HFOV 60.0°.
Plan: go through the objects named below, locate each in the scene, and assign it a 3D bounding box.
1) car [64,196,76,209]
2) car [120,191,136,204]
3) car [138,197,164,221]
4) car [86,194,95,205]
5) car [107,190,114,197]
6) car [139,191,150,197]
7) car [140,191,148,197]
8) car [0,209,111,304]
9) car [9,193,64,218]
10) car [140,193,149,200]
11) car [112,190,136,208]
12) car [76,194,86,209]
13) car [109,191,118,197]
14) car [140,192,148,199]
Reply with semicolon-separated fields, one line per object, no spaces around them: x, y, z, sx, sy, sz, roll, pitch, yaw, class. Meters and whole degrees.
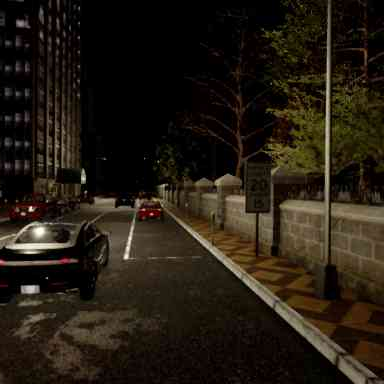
-11.628;1.193;28.448;2.008;1.369;4.403;0;1;-9;car
-9.351;0.812;48.601;2.097;1.767;4.553;0;1;-9;car
-2.999;1.307;24.186;1.887;1.381;4.507;0;1;-9;car
-14.125;0.982;44.668;1.752;1.417;4.829;0;1;-9;car
-20.036;0.318;83.073;2.192;1.841;5.009;0;1;-9;car
-8.884;0.637;62.422;2.192;1.841;5.009;0;1;-9;car
-12.249;0.502;84.275;1.967;1.590;4.097;0;1;-9;car
-3.105;1.408;8.025;2.128;1.511;4.902;0;1;-9;car
-10.785;1.019;22.984;2.192;1.841;5.009;0;1;-9;car
-9.727;0.840;67.888;1.802;1.307;4.206;0;1;-9;car
-7.803;0.925;38.908;2.097;1.767;4.553;0;1;-8;car
-12.469;1.131;33.911;2.008;1.369;4.403;0;1;-9;car
-20.879;0.502;88.539;1.947;1.339;4.313;0;1;-9;car
-10.593;0.717;73.518;1.752;1.417;4.829;0;1;-9;car
